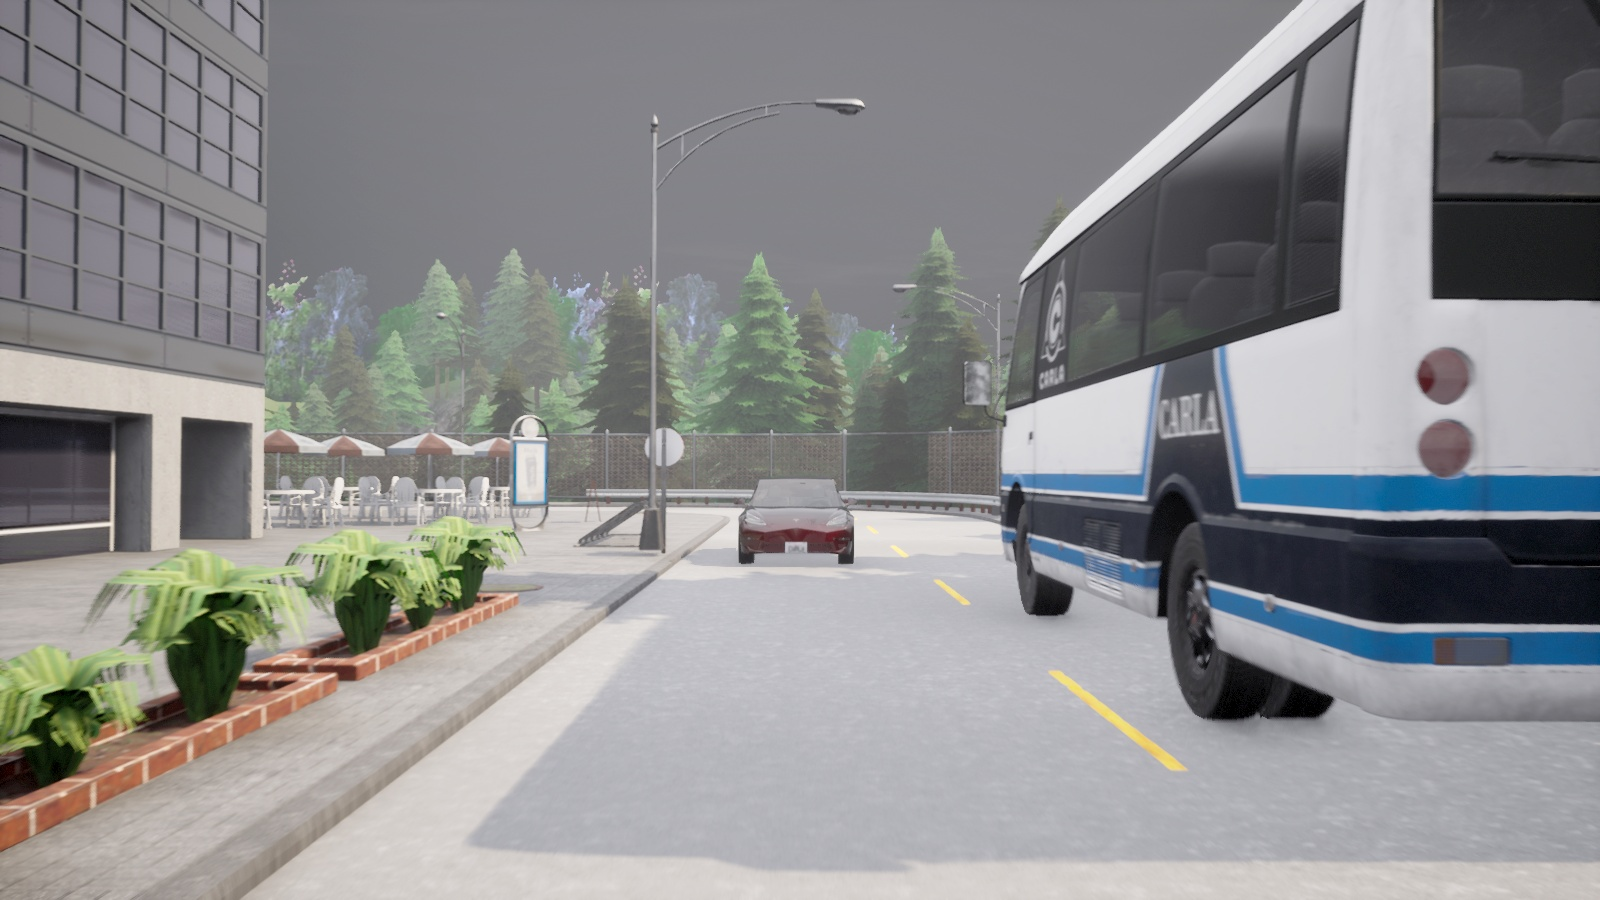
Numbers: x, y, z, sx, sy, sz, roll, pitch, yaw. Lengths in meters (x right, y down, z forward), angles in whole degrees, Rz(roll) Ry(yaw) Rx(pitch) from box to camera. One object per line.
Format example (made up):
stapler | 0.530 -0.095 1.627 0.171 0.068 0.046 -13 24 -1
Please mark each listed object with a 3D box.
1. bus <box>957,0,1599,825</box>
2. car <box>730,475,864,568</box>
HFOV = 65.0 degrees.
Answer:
bus | 3.969 -0.398 10.670 3.944 4.253 10.273 0 -1 0
car | -0.054 1.195 22.604 2.163 1.488 4.792 0 -1 0
